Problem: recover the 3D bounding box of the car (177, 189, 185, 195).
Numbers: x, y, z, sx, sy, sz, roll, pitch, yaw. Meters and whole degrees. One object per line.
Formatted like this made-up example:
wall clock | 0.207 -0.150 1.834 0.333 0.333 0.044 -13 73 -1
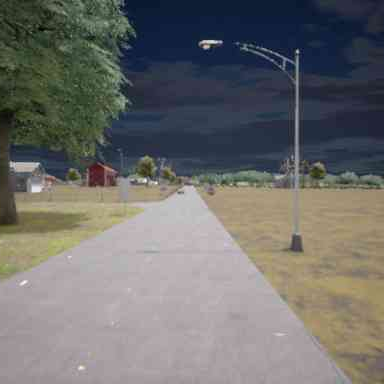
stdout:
car | -2.858 -0.111 84.767 1.882 1.535 5.008 0 2 0
